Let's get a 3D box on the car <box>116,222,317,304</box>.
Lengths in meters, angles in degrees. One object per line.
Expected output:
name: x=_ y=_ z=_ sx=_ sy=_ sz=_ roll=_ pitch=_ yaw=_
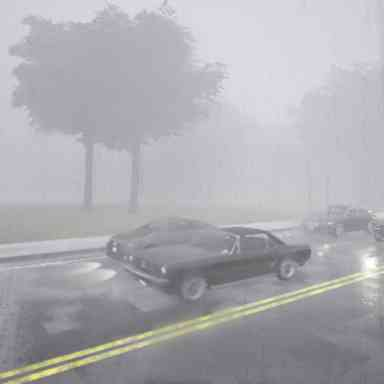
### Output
car: x=0.787 y=1.575 z=8.231 sx=4.718 sy=1.301 sz=1.895 roll=0 pitch=0 yaw=-35

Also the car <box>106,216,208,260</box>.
car: x=-0.698 y=1.535 z=11.157 sx=4.181 sy=1.385 sz=1.994 roll=0 pitch=0 yaw=-36

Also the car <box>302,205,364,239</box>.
car: x=7.598 y=1.410 z=17.035 sx=4.902 sy=1.511 sz=2.128 roll=-1 pitch=0 yaw=-35

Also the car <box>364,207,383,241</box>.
car: x=10.009 y=1.393 z=14.757 sx=5.008 sy=1.535 sz=1.882 roll=0 pitch=0 yaw=-35

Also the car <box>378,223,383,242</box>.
car: x=7.244 y=1.494 z=8.607 sx=5.357 sy=1.411 sz=2.033 roll=0 pitch=0 yaw=-36
